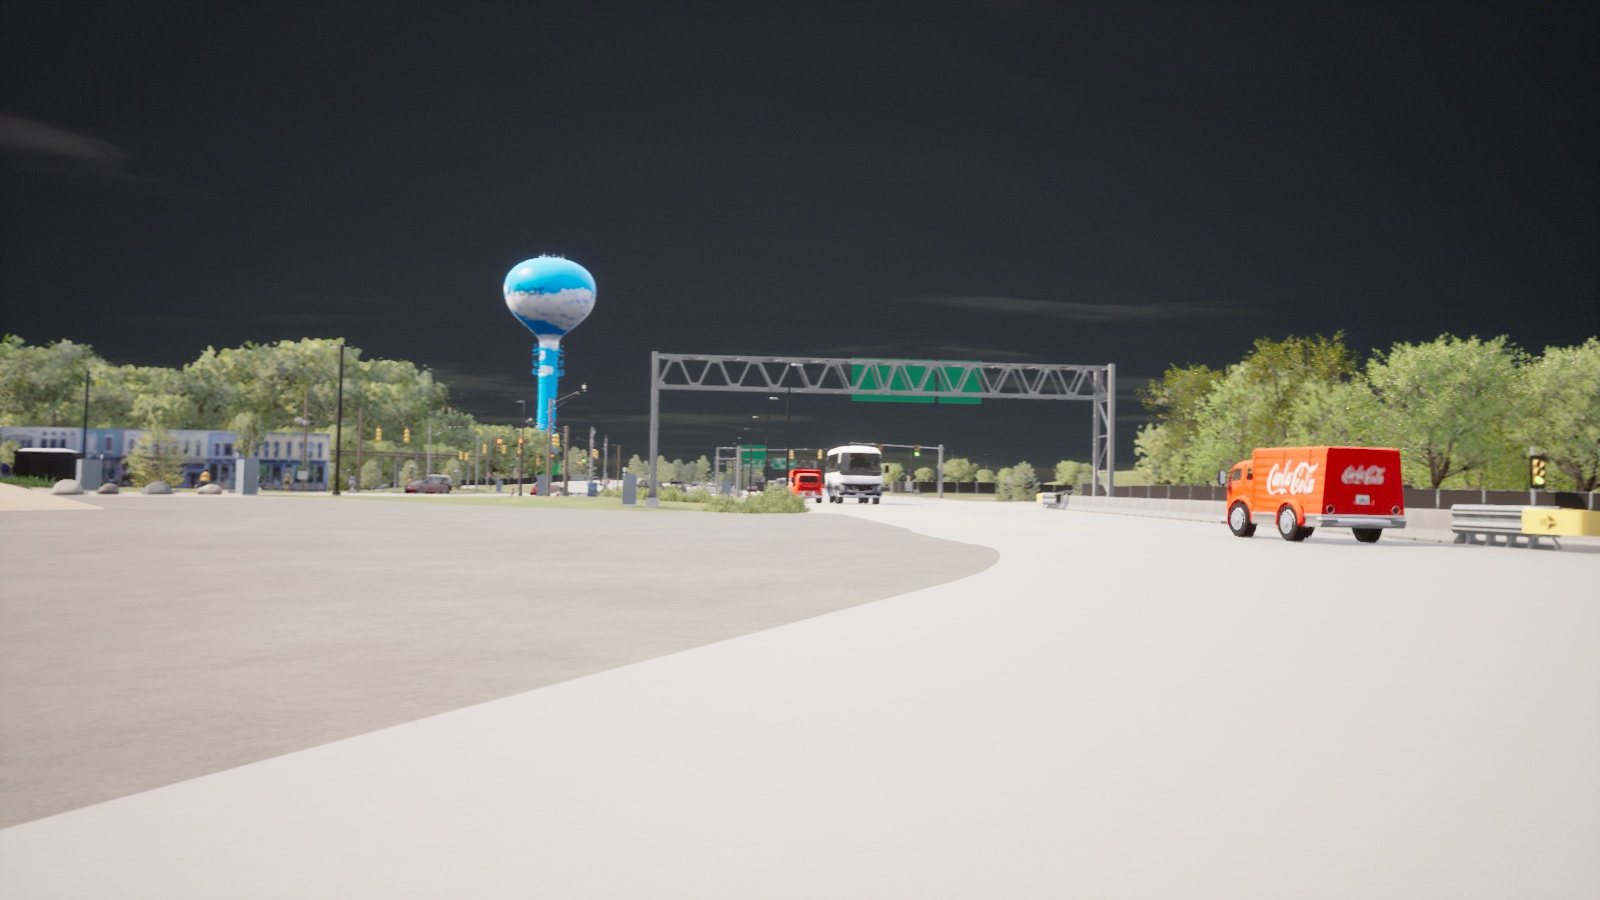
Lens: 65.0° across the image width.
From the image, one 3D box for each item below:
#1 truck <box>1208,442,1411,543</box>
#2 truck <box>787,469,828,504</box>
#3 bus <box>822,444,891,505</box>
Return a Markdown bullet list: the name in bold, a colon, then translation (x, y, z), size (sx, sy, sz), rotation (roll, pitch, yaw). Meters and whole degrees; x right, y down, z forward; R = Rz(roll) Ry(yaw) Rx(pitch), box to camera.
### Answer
- **truck**: translation (13.487, 1.126, 33.693), size (2.627, 2.467, 5.204), rotation (1, -2, -11)
- **truck**: translation (0.527, 2.701, 93.511), size (2.627, 2.467, 5.204), rotation (1, -2, -4)
- **bus**: translation (4.067, 1.860, 93.294), size (3.944, 4.253, 10.273), rotation (1, -2, -4)
